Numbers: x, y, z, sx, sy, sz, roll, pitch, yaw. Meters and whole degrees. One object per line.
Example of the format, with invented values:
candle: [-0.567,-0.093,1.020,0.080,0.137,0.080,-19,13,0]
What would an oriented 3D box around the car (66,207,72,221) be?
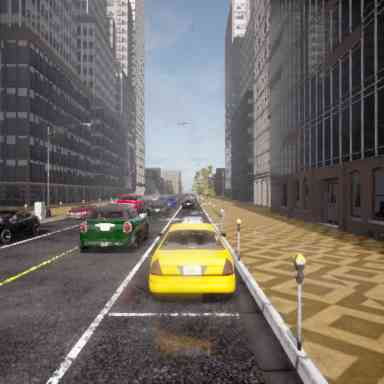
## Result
car: [-8.832,1.575,27.183,1.802,1.307,4.206,0,0,0]

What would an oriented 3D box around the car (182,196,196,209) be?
car: [-0.452,1.548,44.248,1.947,1.339,4.313,0,0,0]

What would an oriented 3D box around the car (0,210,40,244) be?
car: [-8.833,1.563,15.800,1.947,1.339,4.313,0,0,0]

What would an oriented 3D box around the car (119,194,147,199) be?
car: [-6.240,1.211,33.346,2.150,2.045,5.566,0,0,0]

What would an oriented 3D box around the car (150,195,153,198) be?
car: [-8.832,1.551,61.338,1.802,1.307,4.206,0,0,0]

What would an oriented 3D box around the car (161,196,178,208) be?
car: [-3.050,1.506,47.114,1.812,1.442,4.674,0,0,0]

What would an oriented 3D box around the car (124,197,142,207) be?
car: [-8.833,1.523,49.953,1.887,1.381,4.507,0,0,0]

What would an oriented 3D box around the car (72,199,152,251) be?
car: [-3.145,1.350,14.165,2.097,1.767,4.553,0,0,0]

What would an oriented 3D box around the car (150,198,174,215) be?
car: [-3.052,1.554,31.266,1.994,1.385,4.181,0,0,0]

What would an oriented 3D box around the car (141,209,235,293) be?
car: [0.004,1.456,8.839,1.801,1.575,5.366,0,0,0]

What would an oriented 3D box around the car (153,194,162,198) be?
car: [-8.832,1.391,78.413,1.967,1.590,4.097,0,0,0]

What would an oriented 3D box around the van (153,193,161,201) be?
van: [-8.831,1.286,84.106,1.690,1.788,3.998,0,0,0]

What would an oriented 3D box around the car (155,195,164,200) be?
car: [-8.832,1.504,89.799,1.947,1.339,4.313,0,0,0]

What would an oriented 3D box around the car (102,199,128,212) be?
car: [-8.833,1.537,38.569,2.008,1.369,4.403,0,0,0]

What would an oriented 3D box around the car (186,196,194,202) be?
car: [-0.452,1.533,78.399,1.802,1.307,4.206,0,0,0]
